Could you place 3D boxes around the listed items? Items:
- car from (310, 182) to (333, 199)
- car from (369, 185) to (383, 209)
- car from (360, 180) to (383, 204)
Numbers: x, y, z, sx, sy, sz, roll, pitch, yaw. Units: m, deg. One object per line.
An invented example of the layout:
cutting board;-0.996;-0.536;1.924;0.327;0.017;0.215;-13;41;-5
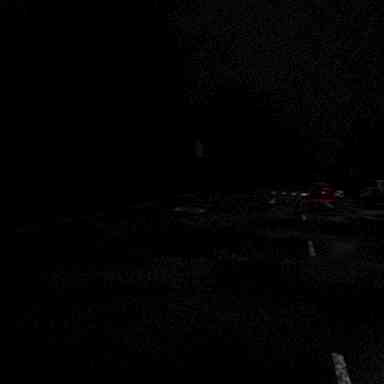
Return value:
car;12.930;-0.235;33.275;1.882;1.535;5.008;4;4;16
car;14.545;0.702;20.991;5.366;1.575;1.946;3;4;-3
car;16.525;0.154;26.736;5.566;2.045;2.435;3;4;-3
